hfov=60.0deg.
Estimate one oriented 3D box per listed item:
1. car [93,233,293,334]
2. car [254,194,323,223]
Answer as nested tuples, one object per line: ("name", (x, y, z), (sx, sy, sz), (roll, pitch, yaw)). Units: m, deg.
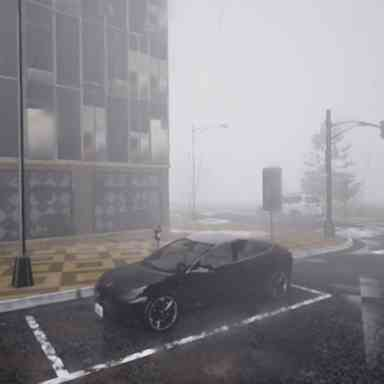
("car", (0.240, 1.564, 6.739), (4.313, 1.339, 1.947), (0, -1, -35))
("car", (7.493, 1.216, 26.238), (2.150, 2.045, 5.566), (-1, 0, -37))
